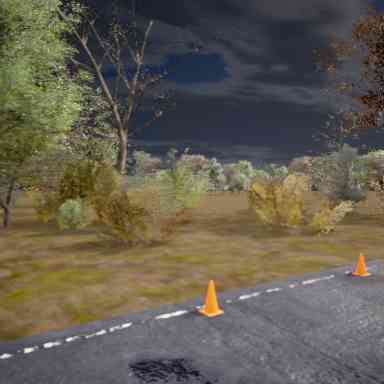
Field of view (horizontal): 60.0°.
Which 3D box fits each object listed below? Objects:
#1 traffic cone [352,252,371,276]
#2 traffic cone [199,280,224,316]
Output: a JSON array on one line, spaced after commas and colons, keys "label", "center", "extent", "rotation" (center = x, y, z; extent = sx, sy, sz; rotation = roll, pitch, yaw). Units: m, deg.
[{"label": "traffic cone", "center": [4.578, 1.928, 8.984], "extent": [0.340, 0.580, 0.340], "rotation": [0, 0, -33]}, {"label": "traffic cone", "center": [0.365, 1.938, 6.179], "extent": [0.340, 0.580, 0.340], "rotation": [0, 0, -34]}]
